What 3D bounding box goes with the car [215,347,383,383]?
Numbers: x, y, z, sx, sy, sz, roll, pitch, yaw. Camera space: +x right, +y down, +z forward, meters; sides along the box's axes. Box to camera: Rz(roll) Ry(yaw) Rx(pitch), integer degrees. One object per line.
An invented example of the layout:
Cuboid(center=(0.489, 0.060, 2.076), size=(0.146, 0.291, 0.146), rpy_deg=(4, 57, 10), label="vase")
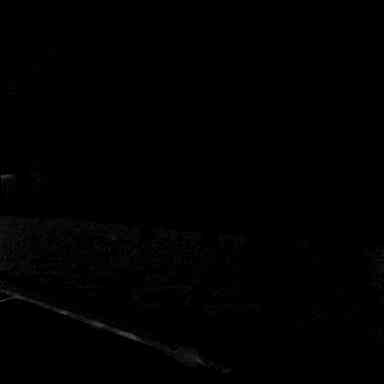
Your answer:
Cuboid(center=(1.989, 1.553, 1.542), size=(4.403, 1.369, 2.008), rpy_deg=(0, 0, 35), label="car")
